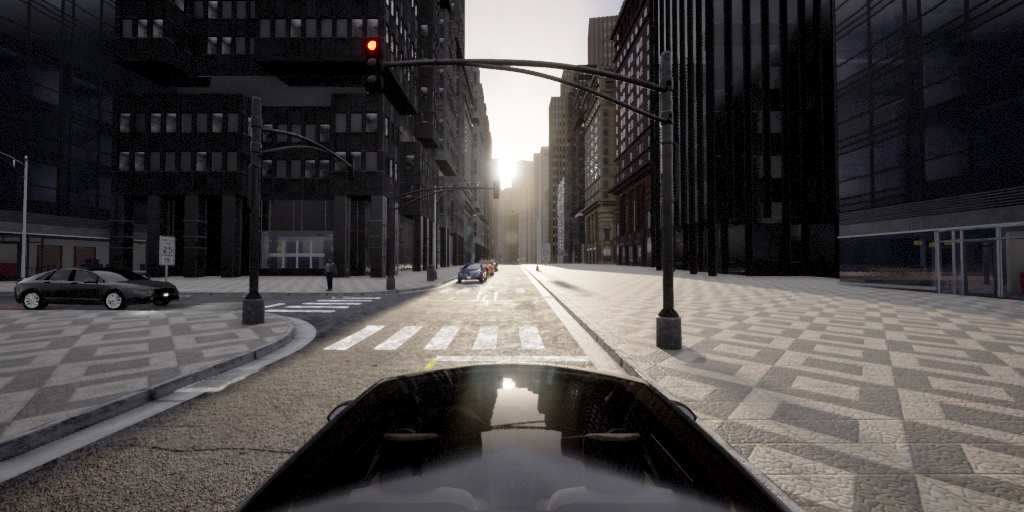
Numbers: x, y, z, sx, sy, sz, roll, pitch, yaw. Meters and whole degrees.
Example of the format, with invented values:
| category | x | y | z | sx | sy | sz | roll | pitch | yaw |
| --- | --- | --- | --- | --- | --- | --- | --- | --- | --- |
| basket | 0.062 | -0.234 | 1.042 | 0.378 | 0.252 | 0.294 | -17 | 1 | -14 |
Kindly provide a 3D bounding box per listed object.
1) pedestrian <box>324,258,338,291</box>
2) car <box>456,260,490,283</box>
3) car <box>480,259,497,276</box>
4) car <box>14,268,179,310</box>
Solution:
| category | x | y | z | sx | sy | sz | roll | pitch | yaw |
| --- | --- | --- | --- | --- | --- | --- | --- | --- | --- |
| pedestrian | -9.967 | 0.974 | 19.623 | 0.375 | 1.860 | 0.375 | 0 | -1 | 0 |
| car | -3.043 | 1.289 | 28.264 | 1.812 | 1.442 | 4.674 | 0 | 0 | 2 |
| car | -3.018 | 1.137 | 38.269 | 2.097 | 1.767 | 4.553 | 0 | 0 | 0 |
| car | -15.342 | 1.191 | 13.401 | 4.892 | 1.490 | 1.837 | 0 | -1 | 0 |
